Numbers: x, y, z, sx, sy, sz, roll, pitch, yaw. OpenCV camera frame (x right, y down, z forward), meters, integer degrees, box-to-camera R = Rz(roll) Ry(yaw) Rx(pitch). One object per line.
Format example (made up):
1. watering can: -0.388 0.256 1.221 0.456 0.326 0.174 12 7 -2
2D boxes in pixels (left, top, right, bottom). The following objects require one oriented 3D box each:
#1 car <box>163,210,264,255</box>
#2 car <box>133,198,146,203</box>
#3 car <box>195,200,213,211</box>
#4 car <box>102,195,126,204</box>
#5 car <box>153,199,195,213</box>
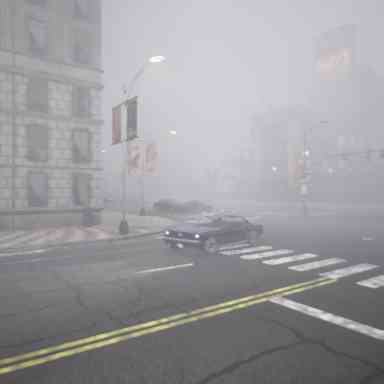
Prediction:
1. car: 1.030 1.602 13.595 1.895 1.301 4.718 0 0 41
2. car: -8.457 1.171 49.385 1.994 1.385 4.181 0 0 -36
3. car: 0.446 1.567 36.965 1.994 1.385 4.181 0 0 -36
4. car: -11.290 1.157 47.329 1.837 1.490 4.892 0 0 -36
5. car: -2.201 1.480 34.649 1.882 1.535 5.008 0 0 -36
